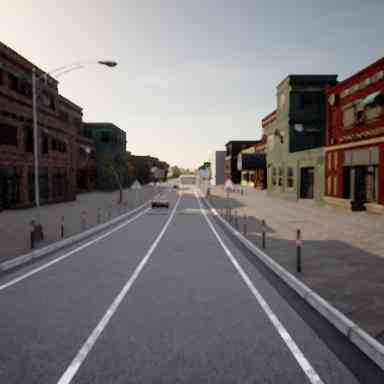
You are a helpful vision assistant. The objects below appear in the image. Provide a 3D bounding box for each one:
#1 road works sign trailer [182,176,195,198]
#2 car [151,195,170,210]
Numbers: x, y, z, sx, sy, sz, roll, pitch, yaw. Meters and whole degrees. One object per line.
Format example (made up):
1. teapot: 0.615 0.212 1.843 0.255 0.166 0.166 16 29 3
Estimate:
1. road works sign trailer: -0.591 -0.904 57.300 2.380 3.560 2.880 0 3 -1
2. car: -3.468 1.122 37.468 1.882 1.535 5.008 0 2 -1
